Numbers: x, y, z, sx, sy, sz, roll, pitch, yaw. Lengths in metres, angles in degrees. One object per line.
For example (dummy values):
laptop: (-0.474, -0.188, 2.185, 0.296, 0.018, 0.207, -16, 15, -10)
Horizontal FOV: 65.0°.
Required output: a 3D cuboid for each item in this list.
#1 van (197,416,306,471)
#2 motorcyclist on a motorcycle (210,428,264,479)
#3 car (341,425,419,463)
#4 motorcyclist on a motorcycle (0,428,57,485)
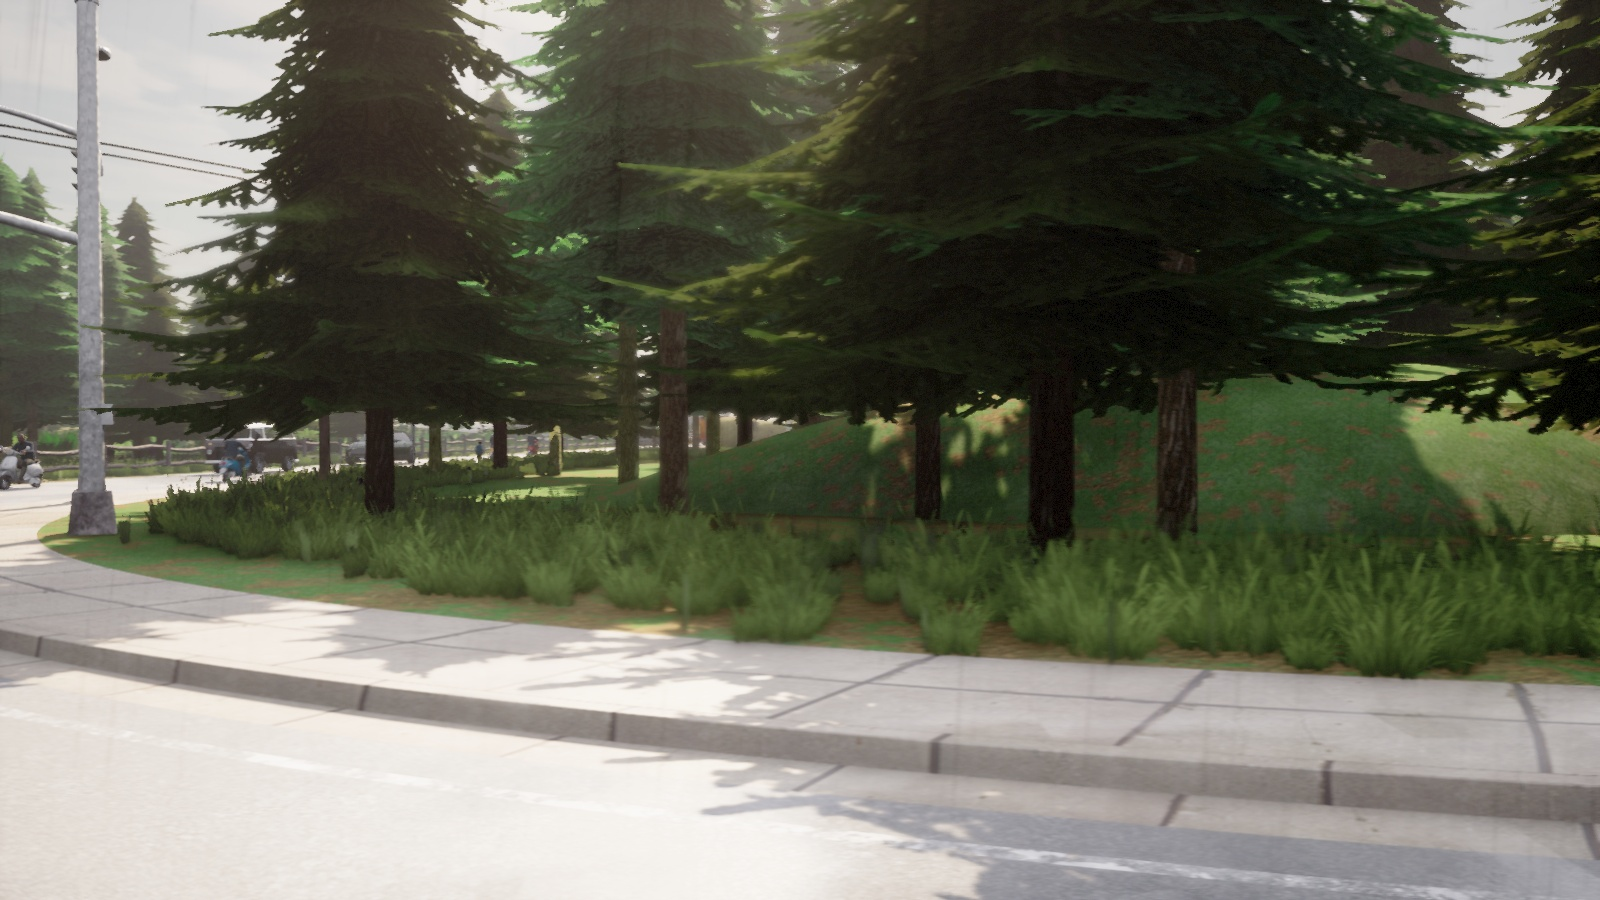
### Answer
van: (-21.340, -0.267, 49.074, 2.069, 2.038, 4.480, 0, 1, 3)
motorcyclist on a motorcycle: (-18.315, 0.098, 40.880, 0.866, 1.590, 1.817, 0, 1, 3)
car: (-20.612, -0.323, 61.889, 2.097, 1.767, 4.553, 0, 1, 3)
motorcyclist on a motorcycle: (-22.130, 0.159, 35.681, 0.866, 1.590, 1.817, 0, 1, 3)
